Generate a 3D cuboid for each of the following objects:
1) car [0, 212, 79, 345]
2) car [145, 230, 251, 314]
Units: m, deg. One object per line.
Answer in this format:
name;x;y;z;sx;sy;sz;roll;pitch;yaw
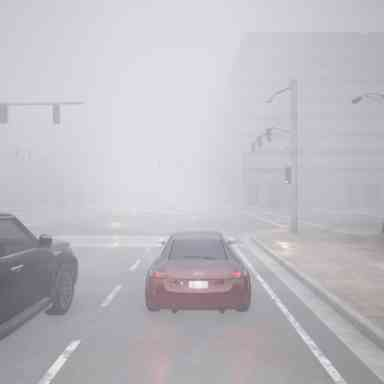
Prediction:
car;-3.397;1.221;4.398;2.150;2.045;5.566;0;0;1
car;0.113;1.564;7.723;1.994;1.385;4.181;0;0;0
